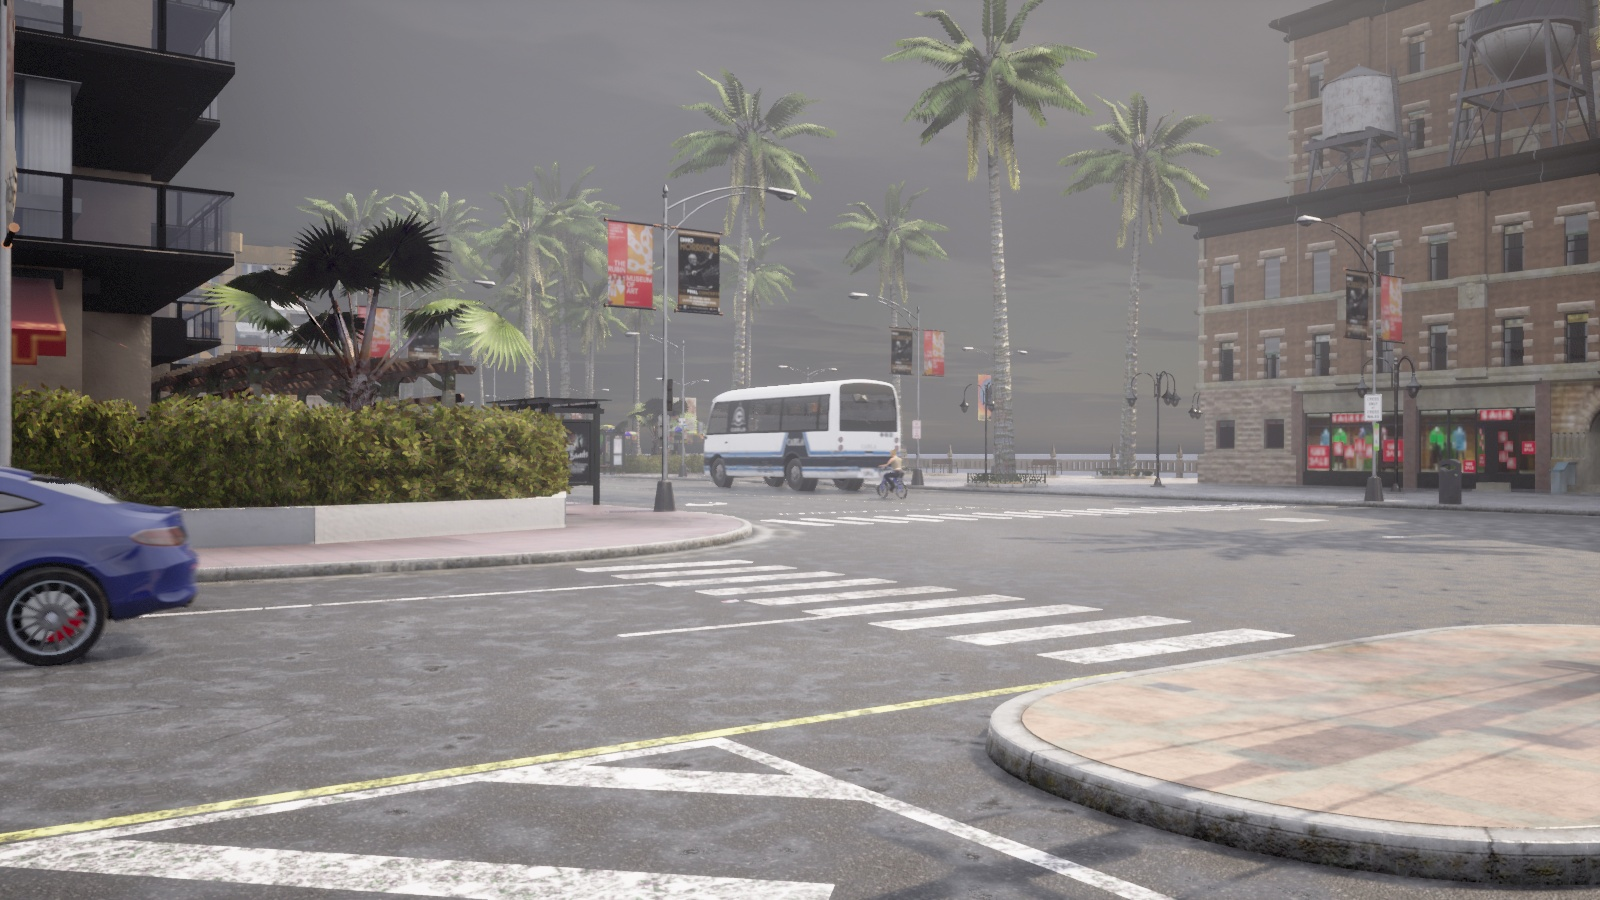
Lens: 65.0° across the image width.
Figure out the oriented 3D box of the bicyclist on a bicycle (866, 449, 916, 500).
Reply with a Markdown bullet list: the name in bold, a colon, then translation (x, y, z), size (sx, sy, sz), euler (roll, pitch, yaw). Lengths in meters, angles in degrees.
- **bicyclist on a bicycle**: translation (2.934, 0.774, 40.523), size (0.866, 1.612, 1.509), euler (0, 0, -35)

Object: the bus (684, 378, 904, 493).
- **bus**: translation (-0.522, -0.504, 51.823), size (3.944, 4.253, 10.273), euler (0, -1, -35)

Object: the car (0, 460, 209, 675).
- **car**: translation (-6.784, 0.806, 8.650), size (4.674, 1.442, 1.812), euler (0, 0, -35)
